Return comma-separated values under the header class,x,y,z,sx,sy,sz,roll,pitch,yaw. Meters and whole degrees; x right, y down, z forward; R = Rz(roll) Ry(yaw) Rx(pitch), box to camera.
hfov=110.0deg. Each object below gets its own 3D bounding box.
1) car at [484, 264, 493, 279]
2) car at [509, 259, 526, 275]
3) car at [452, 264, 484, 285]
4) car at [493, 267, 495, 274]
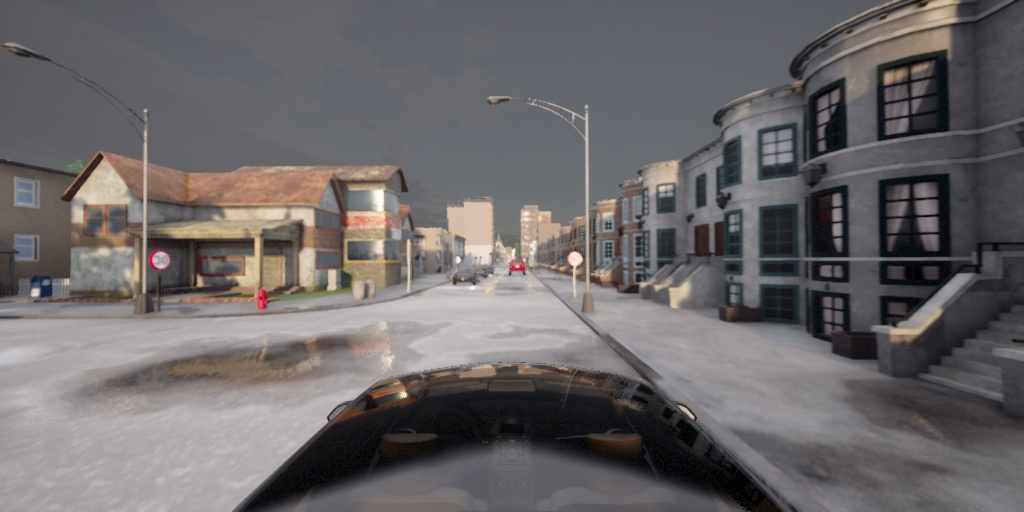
class,x,y,z,sx,sy,sz,roll,pitch,yaw
car,-3.597,1.660,39.233,2.128,1.511,4.902,0,-1,1
car,0.731,1.483,49.557,2.150,2.045,5.566,0,-1,1
car,-3.725,1.573,29.860,1.837,1.490,4.892,0,-1,1
car,-3.433,1.827,49.546,2.033,1.411,5.357,0,-1,1
